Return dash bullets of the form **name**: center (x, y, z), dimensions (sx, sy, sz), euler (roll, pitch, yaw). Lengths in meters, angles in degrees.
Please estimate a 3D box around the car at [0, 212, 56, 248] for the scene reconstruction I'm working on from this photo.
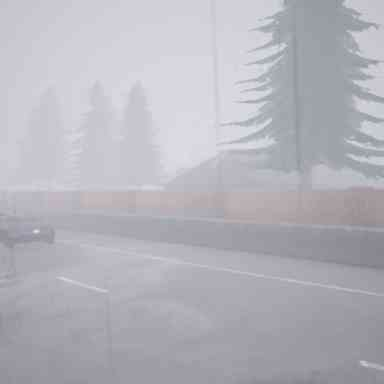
- **car**: center (-8.013, 1.617, 15.233), dimensions (4.181, 1.385, 1.994), euler (0, 0, 42)
